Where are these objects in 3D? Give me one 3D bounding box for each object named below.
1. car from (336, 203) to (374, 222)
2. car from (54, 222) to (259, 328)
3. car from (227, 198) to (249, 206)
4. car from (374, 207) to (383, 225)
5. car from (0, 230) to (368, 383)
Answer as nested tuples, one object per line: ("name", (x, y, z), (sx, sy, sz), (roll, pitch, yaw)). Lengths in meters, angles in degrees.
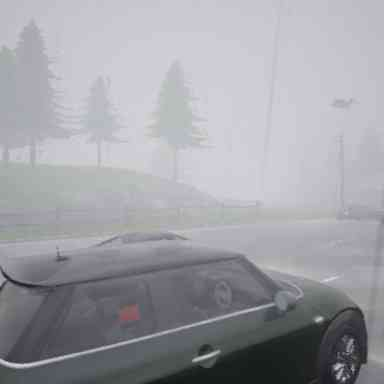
("car", (13.231, 1.558, 26.174), (4.181, 1.385, 1.994), (0, 0, -36))
("car", (-0.683, 1.564, 7.556), (4.181, 1.385, 1.994), (0, 0, -36))
("car", (7.173, 1.558, 52.307), (1.994, 1.385, 4.181), (0, 0, -20))
("car", (14.818, 1.558, 23.007), (4.181, 1.385, 1.994), (0, 0, -36))
("car", (-0.017, 1.351, 3.732), (4.553, 1.767, 2.097), (0, 0, -36))
